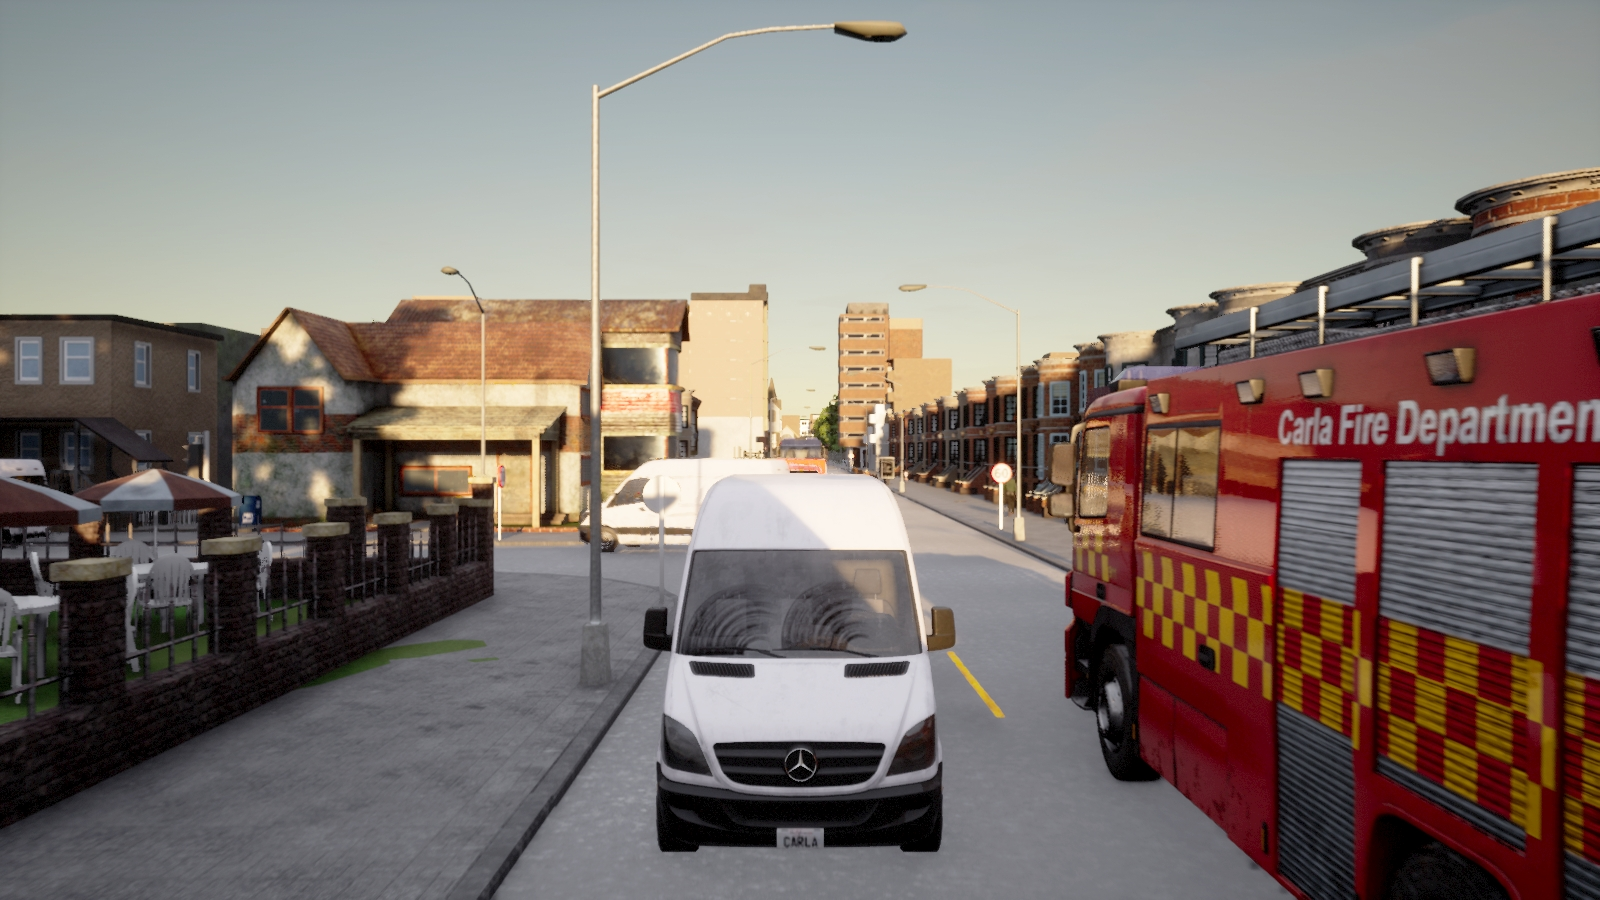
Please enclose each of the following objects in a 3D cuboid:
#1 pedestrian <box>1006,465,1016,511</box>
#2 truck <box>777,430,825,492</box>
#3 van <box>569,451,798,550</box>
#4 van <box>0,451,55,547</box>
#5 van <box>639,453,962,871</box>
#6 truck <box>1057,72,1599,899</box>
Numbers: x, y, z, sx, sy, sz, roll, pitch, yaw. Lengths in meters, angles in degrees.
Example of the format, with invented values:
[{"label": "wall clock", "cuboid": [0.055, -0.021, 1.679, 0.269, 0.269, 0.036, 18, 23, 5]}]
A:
[{"label": "pedestrian", "cuboid": [8.537, 1.526, 46.230, 0.375, 1.860, 0.375, 0, 0, 19]}, {"label": "truck", "cuboid": [0.039, 0.670, 74.485, 2.891, 3.827, 8.468, 0, 0, 0]}, {"label": "van", "cuboid": [-3.185, 1.314, 31.311, 5.915, 2.561, 1.988, 0, -1, 17]}, {"label": "van", "cuboid": [-24.189, 1.314, 31.576, 5.915, 2.561, 1.988, 0, 0, 0]}, {"label": "van", "cuboid": [0.003, 1.315, 10.002, 1.988, 2.561, 5.915, 0, 0, 0]}, {"label": "truck", "cuboid": [4.047, 0.671, 7.187, 2.891, 3.827, 8.468, 0, 0, 0]}]
